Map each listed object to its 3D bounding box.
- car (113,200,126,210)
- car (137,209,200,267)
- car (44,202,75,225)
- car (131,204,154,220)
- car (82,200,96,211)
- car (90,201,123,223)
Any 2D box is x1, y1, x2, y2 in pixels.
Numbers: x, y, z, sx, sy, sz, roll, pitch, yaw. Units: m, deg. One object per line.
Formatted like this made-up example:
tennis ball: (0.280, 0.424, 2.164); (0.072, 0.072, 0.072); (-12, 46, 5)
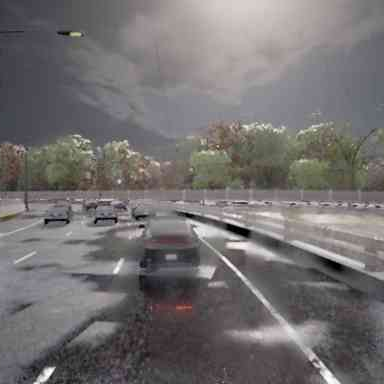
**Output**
car: (-10.735, 1.873, 47.406); (1.812, 1.442, 4.674); (0, -1, -25)
car: (-0.841, 1.585, 11.790); (1.837, 1.490, 4.892); (0, 0, -6)
car: (-10.502, 1.763, 26.473); (2.033, 1.411, 5.357); (0, 0, -15)
car: (-4.478, 1.777, 30.630); (1.994, 1.385, 4.181); (0, 0, -15)
car: (-14.170, 1.860, 46.478); (1.837, 1.490, 4.892); (0, -1, -25)
car: (-7.142, 1.754, 27.560); (2.033, 1.411, 5.357); (0, 0, -15)
